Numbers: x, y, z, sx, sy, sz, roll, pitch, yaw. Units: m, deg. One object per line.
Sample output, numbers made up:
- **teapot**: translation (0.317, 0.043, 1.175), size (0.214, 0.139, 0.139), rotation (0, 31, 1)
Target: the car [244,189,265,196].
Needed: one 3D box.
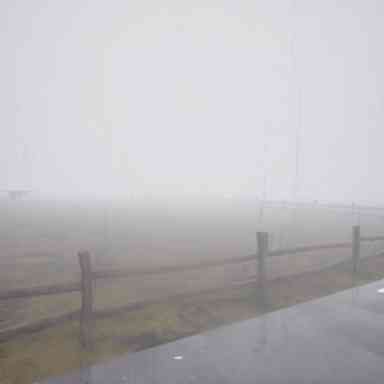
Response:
- **car**: translation (14.519, 0.223, 77.212), size (2.150, 2.045, 5.566), rotation (2, 0, -35)
